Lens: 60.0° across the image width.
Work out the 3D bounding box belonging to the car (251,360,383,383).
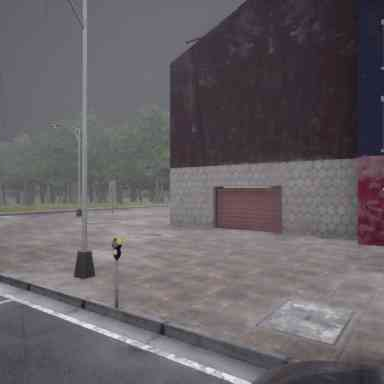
[{"bbox_3d":[2.105,1.551,1.305,4.403,1.369,2.008,0,0,36],"label":"car"}]
